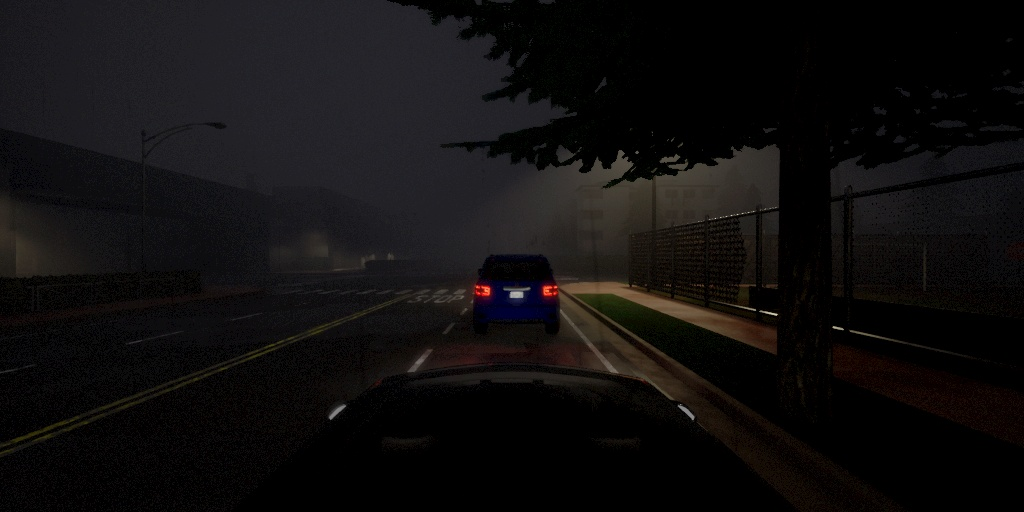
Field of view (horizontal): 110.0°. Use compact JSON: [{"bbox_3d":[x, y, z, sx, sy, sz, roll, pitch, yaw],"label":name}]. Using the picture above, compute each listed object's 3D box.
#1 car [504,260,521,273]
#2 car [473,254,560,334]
[{"bbox_3d":[0.027,1.242,45.664,2.128,1.511,4.902,0,0,0],"label":"car"},{"bbox_3d":[0.116,0.972,10.798,2.150,2.045,5.566,0,0,0],"label":"car"}]
